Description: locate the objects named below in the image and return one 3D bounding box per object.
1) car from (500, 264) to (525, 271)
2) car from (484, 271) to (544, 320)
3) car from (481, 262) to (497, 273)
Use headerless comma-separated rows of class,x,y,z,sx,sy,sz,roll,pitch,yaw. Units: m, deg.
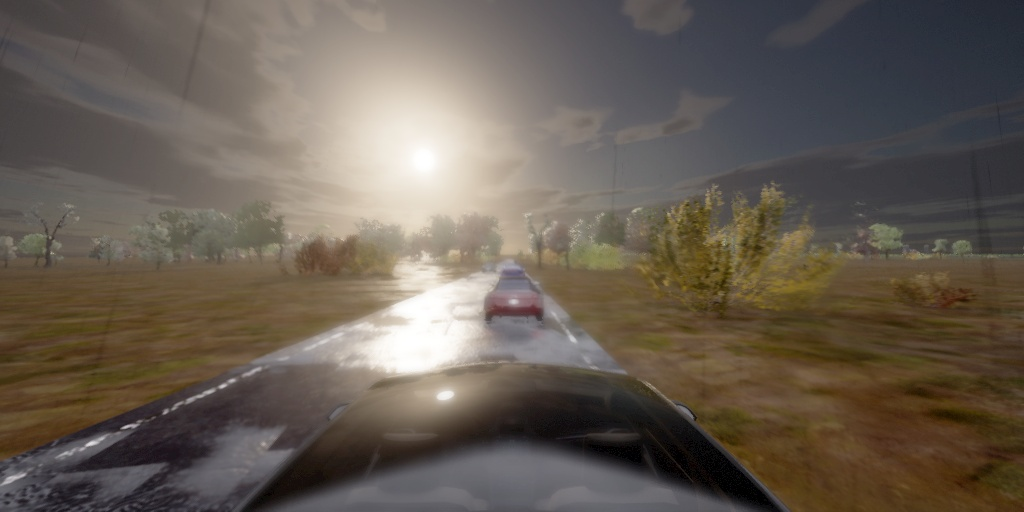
car,0.072,1.421,29.092,1.882,1.535,5.008,0,0,0
car,0.071,1.397,13.032,1.994,1.385,4.181,0,0,0
car,-3.091,1.565,49.181,2.128,1.511,4.902,0,0,0
